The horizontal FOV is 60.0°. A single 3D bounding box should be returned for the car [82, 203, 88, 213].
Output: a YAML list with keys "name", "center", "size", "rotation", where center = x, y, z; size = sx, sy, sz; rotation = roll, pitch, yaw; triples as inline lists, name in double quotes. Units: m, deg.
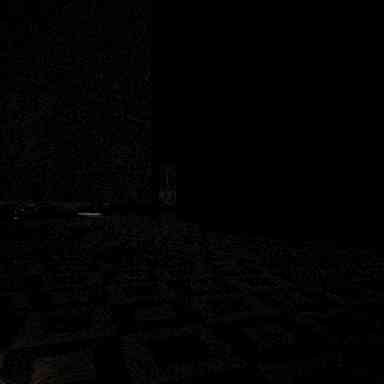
- name: "car"
  center: [-13.532, 2.015, 44.904]
  size: [1.887, 1.381, 4.507]
  rotation: [-1, -2, 35]

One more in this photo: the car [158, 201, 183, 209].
- name: "car"
  center: [-3.709, 2.304, 58.692]
  size: [2.008, 1.369, 4.403]
  rotation: [-1, -2, 35]

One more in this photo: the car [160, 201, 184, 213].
- name: "car"
  center: [-3.319, 2.113, 44.548]
  size: [1.887, 1.381, 4.507]
  rotation: [-1, -2, 35]

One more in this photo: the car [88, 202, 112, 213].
- name: "car"
  center: [-10.884, 2.011, 43.995]
  size: [1.812, 1.442, 4.674]
  rotation: [0, -1, 35]

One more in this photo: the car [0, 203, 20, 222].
- name: "car"
  center: [-16.416, 1.774, 26.162]
  size: [1.947, 1.339, 4.313]
  rotation: [-1, -2, 35]

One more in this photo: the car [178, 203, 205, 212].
- name: "car"
  center: [-0.040, 2.245, 49.149]
  size: [1.802, 1.307, 4.206]
  rotation: [-1, -2, 36]

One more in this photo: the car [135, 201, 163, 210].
- name: "car"
  center: [-6.983, 2.208, 54.096]
  size: [2.008, 1.369, 4.403]
  rotation: [-1, -2, 35]

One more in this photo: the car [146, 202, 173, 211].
- name: "car"
  center: [-5.030, 2.216, 52.150]
  size: [1.994, 1.385, 4.181]
  rotation: [0, -1, 37]

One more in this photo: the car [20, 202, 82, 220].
- name: "car"
  center: [-13.044, 1.823, 30.897]
  size: [1.752, 1.417, 4.829]
  rotation: [-1, -2, 35]

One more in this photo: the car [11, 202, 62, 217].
- name: "car"
  center: [-16.666, 1.851, 35.897]
  size: [1.812, 1.442, 4.674]
  rotation: [0, -1, 36]

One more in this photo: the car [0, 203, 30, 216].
- name: "car"
  center: [-20.080, 1.841, 35.711]
  size: [2.008, 1.369, 4.403]
  rotation: [-1, -1, 35]

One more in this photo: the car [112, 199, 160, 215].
- name: "car"
  center: [-6.594, 1.790, 39.958]
  size: [2.192, 1.841, 5.009]
  rotation: [-1, -2, 35]
